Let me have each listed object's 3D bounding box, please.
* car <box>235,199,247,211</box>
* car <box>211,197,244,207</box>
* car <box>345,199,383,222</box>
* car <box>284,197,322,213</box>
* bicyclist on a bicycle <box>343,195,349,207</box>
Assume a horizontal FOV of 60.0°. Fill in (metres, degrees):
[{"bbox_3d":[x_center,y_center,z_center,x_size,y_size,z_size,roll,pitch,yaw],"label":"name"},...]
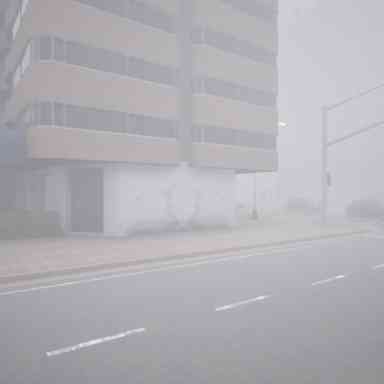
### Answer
[{"bbox_3d":[4.582,1.477,41.131,1.882,1.535,5.008,0,0,-36],"label":"car"},{"bbox_3d":[5.445,1.547,52.182,2.033,1.411,5.357,0,0,-36],"label":"car"},{"bbox_3d":[14.516,1.351,26.173,2.097,1.767,4.553,0,0,-24],"label":"car"},{"bbox_3d":[12.378,1.352,36.341,2.097,1.767,4.553,0,0,-36],"label":"car"},{"bbox_3d":[22.047,1.301,47.669,1.656,1.620,0.582,0,0,-36],"label":"bicyclist on a bicycle"}]
